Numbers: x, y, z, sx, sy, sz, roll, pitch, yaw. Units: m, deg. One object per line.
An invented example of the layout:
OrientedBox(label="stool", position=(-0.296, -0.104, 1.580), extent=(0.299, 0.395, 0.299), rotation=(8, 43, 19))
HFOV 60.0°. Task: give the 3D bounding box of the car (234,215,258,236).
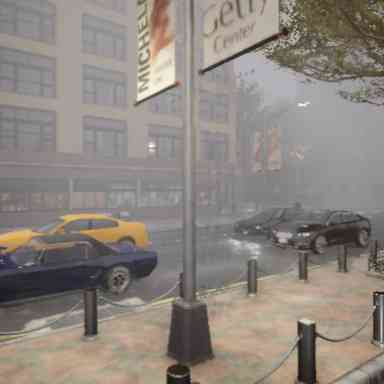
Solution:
OrientedBox(label="car", position=(4.661, 1.501, 17.126), extent=(5.357, 1.411, 2.033), rotation=(0, 0, -35))

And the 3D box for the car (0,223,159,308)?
OrientedBox(label="car", position=(-3.208, 1.614, 7.225), extent=(4.718, 1.301, 1.895), rotation=(0, 0, -36))

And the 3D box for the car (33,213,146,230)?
OrientedBox(label="car", position=(-3.895, 1.491, 11.035), extent=(5.008, 1.535, 1.882), rotation=(0, 0, -36))

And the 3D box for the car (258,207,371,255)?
OrientedBox(label="car", position=(5.218, 1.446, 13.233), extent=(4.902, 1.511, 2.128), rotation=(0, 0, -35))
